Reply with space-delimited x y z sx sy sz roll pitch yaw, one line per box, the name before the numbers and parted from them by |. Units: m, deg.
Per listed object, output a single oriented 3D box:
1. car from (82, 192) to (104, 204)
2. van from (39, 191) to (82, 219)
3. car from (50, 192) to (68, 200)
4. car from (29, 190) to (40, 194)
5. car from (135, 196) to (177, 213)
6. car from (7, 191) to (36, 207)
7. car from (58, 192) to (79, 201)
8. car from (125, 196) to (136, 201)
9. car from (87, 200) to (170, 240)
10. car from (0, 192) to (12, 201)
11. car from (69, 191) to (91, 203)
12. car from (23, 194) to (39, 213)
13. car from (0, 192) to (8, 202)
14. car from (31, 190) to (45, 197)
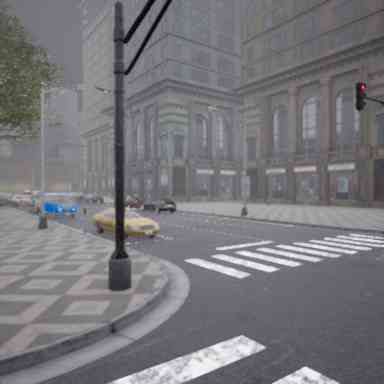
car | -12.973 0.885 43.654 2.008 1.369 4.403 1 1 -36
van | -9.930 0.990 25.004 1.690 1.788 3.998 0 1 -36
car | -22.898 0.631 57.271 1.802 1.307 4.206 1 1 -36
car | -26.196 0.595 57.258 1.994 1.385 4.181 0 1 -36
car | -3.047 1.167 30.034 1.947 1.339 4.313 0 1 -36
car | -19.759 0.910 38.490 1.752 1.417 4.829 1 1 -36
car | -19.590 0.694 52.732 2.008 1.369 4.403 1 1 -36
car | -6.354 1.062 34.573 1.887 1.381 4.507 1 1 -36
car | -3.213 1.325 15.784 1.752 1.417 4.829 0 1 -36
car | -29.784 0.647 52.245 2.008 1.369 4.403 1 1 -36
car | -16.280 0.678 48.192 1.967 1.590 4.097 1 1 -36
car | -13.240 1.116 29.545 2.008 1.369 4.403 1 1 -36
car | -23.167 0.836 43.167 2.008 1.369 4.403 1 1 -36
car | -32.823 0.316 70.887 1.887 1.381 4.507 1 1 -36
